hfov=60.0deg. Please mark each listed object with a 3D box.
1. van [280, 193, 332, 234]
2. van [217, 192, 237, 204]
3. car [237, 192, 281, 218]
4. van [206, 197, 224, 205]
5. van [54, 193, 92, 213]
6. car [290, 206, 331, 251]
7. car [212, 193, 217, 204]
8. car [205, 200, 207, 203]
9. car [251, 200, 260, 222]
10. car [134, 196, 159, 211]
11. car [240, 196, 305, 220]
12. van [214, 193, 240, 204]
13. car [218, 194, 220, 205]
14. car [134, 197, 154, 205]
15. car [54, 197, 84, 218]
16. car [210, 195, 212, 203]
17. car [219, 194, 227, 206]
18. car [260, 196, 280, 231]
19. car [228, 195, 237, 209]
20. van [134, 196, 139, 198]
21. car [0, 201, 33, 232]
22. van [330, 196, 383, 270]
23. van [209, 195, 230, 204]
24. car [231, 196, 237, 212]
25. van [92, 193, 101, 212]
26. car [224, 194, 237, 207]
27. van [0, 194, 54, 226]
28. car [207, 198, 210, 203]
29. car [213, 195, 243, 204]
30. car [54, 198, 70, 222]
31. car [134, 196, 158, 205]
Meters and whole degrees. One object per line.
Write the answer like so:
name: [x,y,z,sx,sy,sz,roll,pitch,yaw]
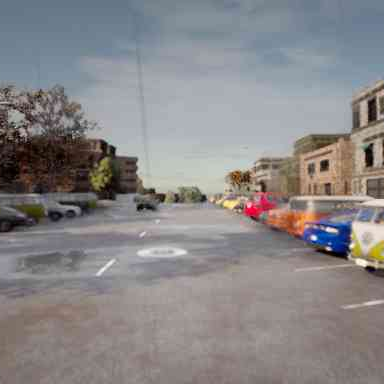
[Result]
van: [6.524,1.174,14.993,4.442,1.987,1.878,1,0,-20]
van: [6.293,1.087,47.169,4.442,1.987,1.878,1,0,-20]
car: [6.440,1.112,23.762,5.566,2.045,2.435,1,0,-20]
van: [6.180,2.493,88.255,4.442,1.987,1.878,2,-5,-21]
van: [-11.515,1.122,29.677,4.442,1.987,1.878,-1,0,-20]
car: [6.407,1.413,12.017,5.008,1.535,2.097,1,0,-20]
car: [6.218,1.304,50.085,5.366,1.575,1.946,1,0,-20]
car: [6.251,1.803,73.568,5.008,1.535,2.097,2,-3,-21]
car: [6.413,1.414,20.814,4.674,1.452,2.002,1,0,-20]
car: [-5.023,1.445,37.481,1.895,1.301,4.718,0,0,0]
car: [6.445,1.228,26.685,4.553,1.767,2.185,1,0,-20]
van: [6.448,1.176,61.922,4.442,1.987,1.878,1,-2,-20]
car: [6.431,1.349,44.293,4.792,1.488,2.163,1,0,-20]
car: [-11.691,2.165,81.507,4.553,1.767,2.185,1,-4,-21]
car: [-11.408,1.393,26.782,4.674,1.452,2.002,-1,0,-20]
car: [6.360,1.055,53.076,5.566,2.045,2.435,1,0,-20]
car: [6.582,1.323,41.410,5.366,1.575,1.946,1,0,-20]
car: [6.384,1.258,17.875,4.553,1.767,2.185,1,0,-20]
car: [6.376,1.368,32.544,4.792,1.488,2.163,1,0,-20]
van: [-11.514,1.876,78.579,4.442,1.987,1.878,1,-3,-21]
car: [-11.397,1.424,17.942,4.674,1.452,2.002,-1,1,-20]
van: [6.310,1.201,9.037,4.442,1.987,1.878,1,1,-20]
van: [6.326,1.733,76.548,4.442,1.987,1.878,2,-4,-21]
car: [6.402,1.347,29.617,4.892,1.521,2.231,1,0,-20]
van: [-11.299,1.112,32.710,4.442,1.987,1.878,-1,0,-20]
car: [6.582,1.332,35.548,5.366,1.575,1.946,1,0,-20]
van: [-11.298,1.146,20.934,4.442,1.987,1.878,-1,0,-20]
car: [6.467,1.562,67.792,5.366,1.575,1.946,2,-2,-20]
car: [6.345,1.348,58.954,4.892,1.521,2.231,1,-2,-20]
car: [-11.405,1.403,23.836,4.674,1.452,2.002,-1,0,-20]
car: [-11.678,2.243,84.530,5.566,2.045,2.435,1,-4,-21]
